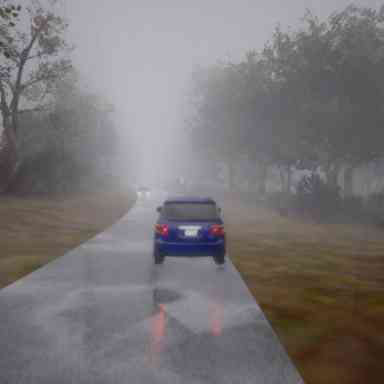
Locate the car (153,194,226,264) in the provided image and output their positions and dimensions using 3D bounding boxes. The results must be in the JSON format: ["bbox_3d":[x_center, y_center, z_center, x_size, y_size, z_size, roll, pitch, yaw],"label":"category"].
[{"bbox_3d":[-0.115,1.150,11.769,2.150,2.045,5.566,1,1,-1],"label":"car"}]

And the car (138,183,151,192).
[{"bbox_3d":[-8.235,-0.806,57.245,1.812,1.442,4.674,2,3,-11],"label":"car"}]

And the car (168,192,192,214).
[{"bbox_3d":[-1.140,0.889,28.974,1.882,1.535,5.008,0,3,-5],"label":"car"}]
